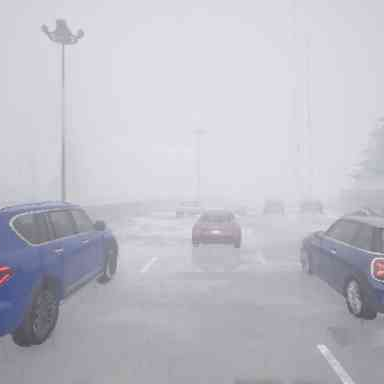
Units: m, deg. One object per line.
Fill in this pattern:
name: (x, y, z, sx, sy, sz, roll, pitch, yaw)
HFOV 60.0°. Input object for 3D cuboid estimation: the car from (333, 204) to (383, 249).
car: (8.205, 1.426, 15.042, 2.128, 1.511, 4.902, 0, 0, 7)

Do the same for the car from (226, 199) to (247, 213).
car: (4.243, 1.383, 31.889, 1.812, 1.442, 4.674, 0, 0, 14)

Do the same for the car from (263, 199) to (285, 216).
car: (7.656, 1.353, 31.091, 2.128, 1.511, 4.902, 0, 0, 14)

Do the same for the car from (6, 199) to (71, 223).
car: (-11.589, 1.371, 25.577, 2.128, 1.511, 4.902, 0, 0, 10)

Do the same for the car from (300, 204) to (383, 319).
car: (3.980, 1.319, 7.402, 2.097, 1.767, 4.553, 0, 0, 4)

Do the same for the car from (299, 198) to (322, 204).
car: (11.694, 1.333, 32.769, 1.882, 1.535, 5.008, 0, 0, 15)

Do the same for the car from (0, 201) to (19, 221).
car: (-15.404, 1.431, 24.351, 2.033, 1.411, 5.357, 0, 0, 9)

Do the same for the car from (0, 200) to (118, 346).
car: (-3.130, 1.190, 6.472, 2.150, 2.045, 5.566, 0, 0, 3)

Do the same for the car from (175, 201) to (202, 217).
car: (-0.004, 1.468, 29.183, 1.895, 1.301, 4.718, 0, 0, 12)

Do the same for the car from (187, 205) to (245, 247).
car: (1.139, 1.497, 14.742, 1.994, 1.385, 4.181, 0, 0, 6)

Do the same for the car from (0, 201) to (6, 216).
car: (-18.273, 1.467, 28.054, 1.895, 1.301, 4.718, 0, 0, 11)
